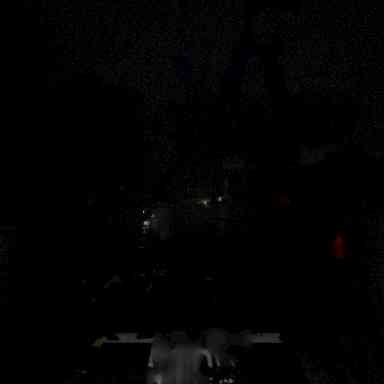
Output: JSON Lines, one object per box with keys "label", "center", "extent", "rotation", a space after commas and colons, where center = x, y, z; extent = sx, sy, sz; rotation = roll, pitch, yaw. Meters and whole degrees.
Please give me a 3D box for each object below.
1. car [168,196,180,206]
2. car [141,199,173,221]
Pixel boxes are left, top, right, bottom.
{"label": "car", "center": [-2.804, 1.345, 49.280], "extent": [2.033, 1.411, 5.357], "rotation": [0, 0, 0]}
{"label": "car", "center": [-2.780, 1.495, 26.220], "extent": [1.895, 1.301, 4.718], "rotation": [0, 0, 0]}
